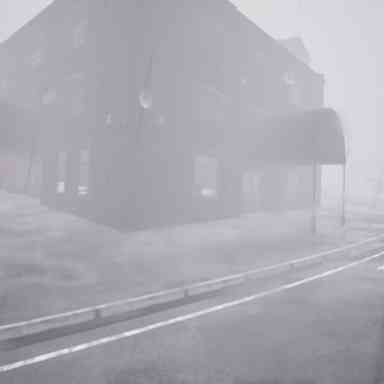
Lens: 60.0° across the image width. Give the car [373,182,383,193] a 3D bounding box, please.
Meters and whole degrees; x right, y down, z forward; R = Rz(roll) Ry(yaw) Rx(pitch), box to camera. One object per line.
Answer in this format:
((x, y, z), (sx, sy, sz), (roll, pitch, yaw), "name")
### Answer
((35.753, -0.899, 62.571), (2.150, 2.045, 5.566), (2, 4, 15), "car")
